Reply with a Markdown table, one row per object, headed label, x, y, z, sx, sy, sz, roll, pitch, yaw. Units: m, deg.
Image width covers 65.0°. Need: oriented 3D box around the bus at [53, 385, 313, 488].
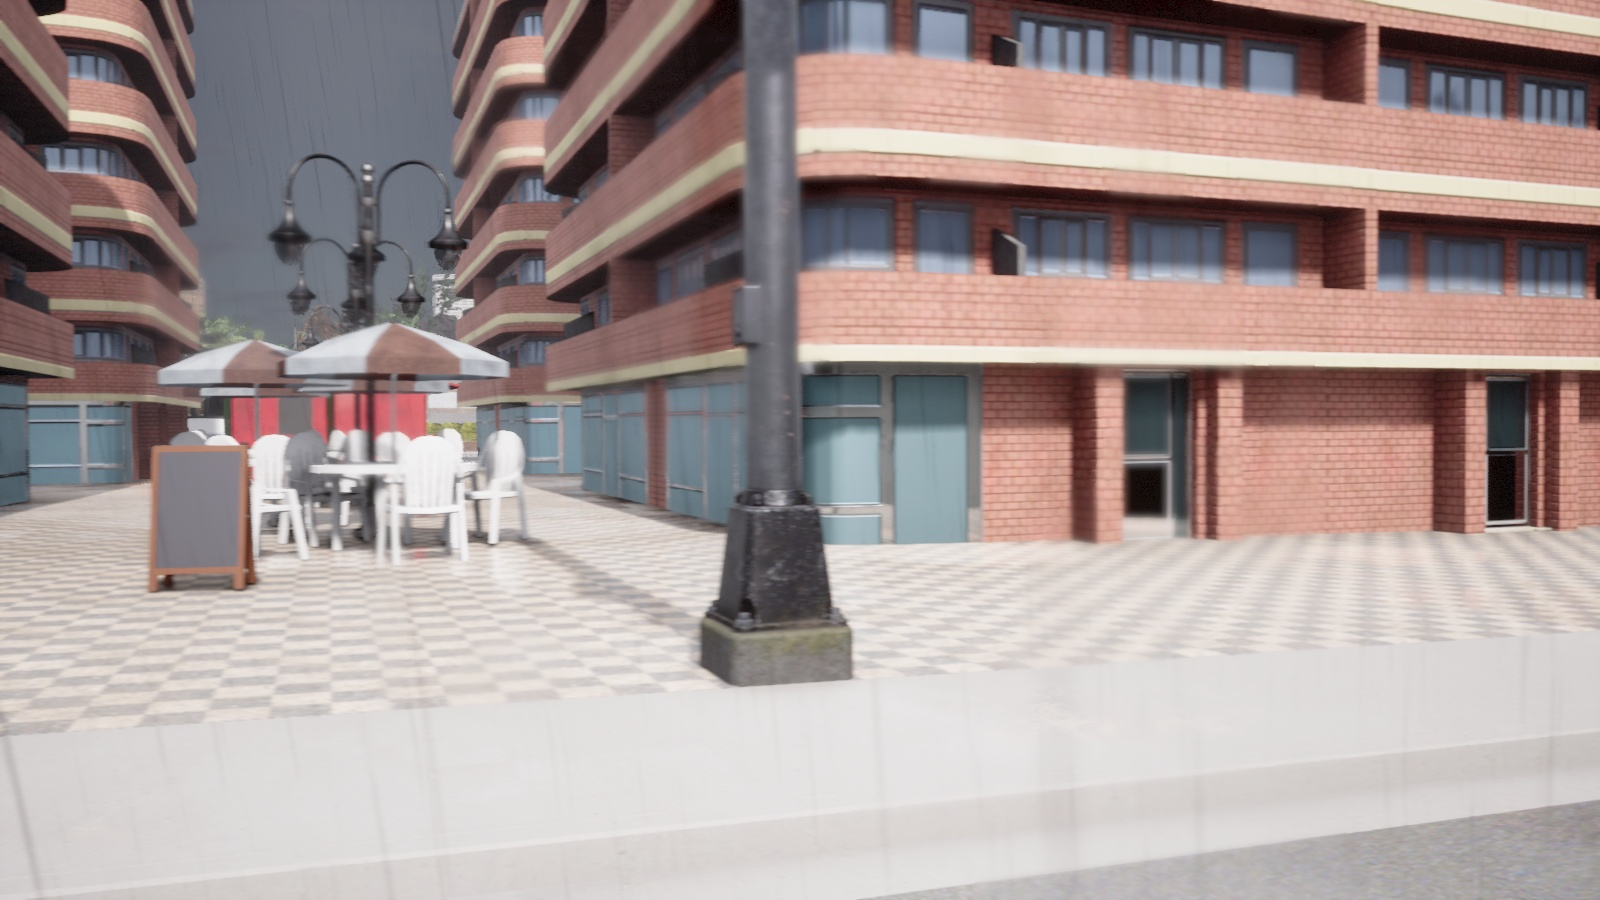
| label | x | y | z | sx | sy | sz | roll | pitch | yaw |
| --- | --- | --- | --- | --- | --- | --- | --- | --- | --- |
| bus | -27.956 | -0.692 | 57.698 | 10.273 | 4.253 | 3.944 | -2 | 1 | -21 |
